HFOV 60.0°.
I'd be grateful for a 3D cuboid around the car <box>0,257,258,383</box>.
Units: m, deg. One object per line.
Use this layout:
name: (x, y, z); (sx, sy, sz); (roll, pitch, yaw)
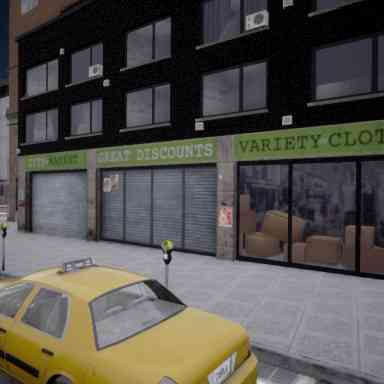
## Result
car: (-1.615, 1.524, 4.240); (4.829, 1.417, 1.752); (0, 1, 35)
